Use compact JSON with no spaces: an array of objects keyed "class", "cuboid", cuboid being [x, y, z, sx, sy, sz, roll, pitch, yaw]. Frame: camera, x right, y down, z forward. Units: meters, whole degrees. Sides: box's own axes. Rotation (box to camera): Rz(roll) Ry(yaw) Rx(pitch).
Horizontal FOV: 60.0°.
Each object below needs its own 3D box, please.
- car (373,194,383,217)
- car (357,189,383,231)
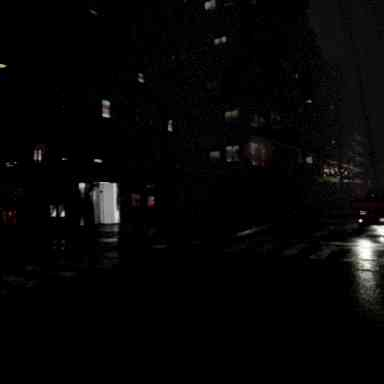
[{"class":"car","cuboid":[15.393,0.949,25.665,2.128,1.511,4.902,-2,0,33]},{"class":"car","cuboid":[10.057,0.854,17.306,2.150,2.045,5.566,-2,0,33]}]
